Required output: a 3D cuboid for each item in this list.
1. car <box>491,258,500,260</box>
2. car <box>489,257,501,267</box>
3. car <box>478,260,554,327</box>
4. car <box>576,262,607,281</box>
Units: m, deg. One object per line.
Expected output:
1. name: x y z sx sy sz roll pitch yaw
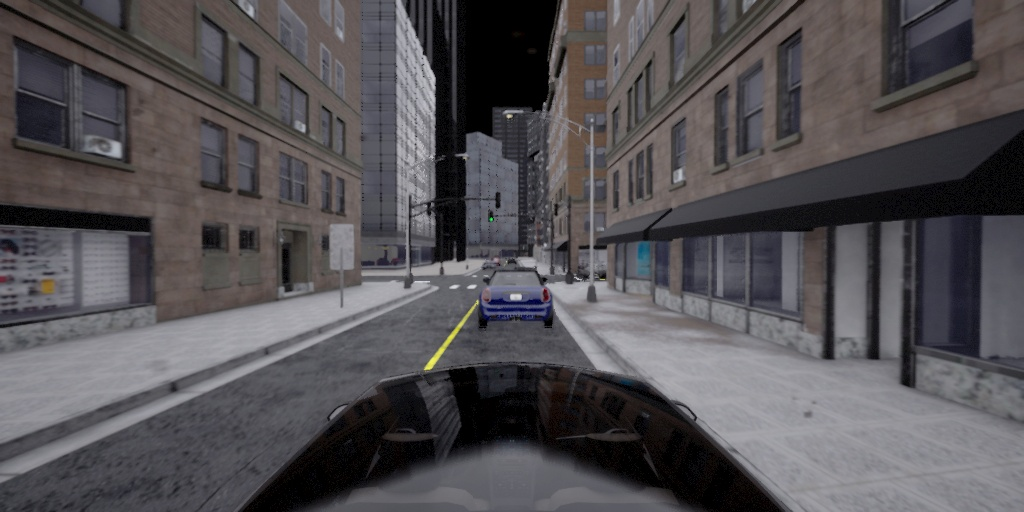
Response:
1. car: -3.063 1.273 49.444 1.994 1.385 4.181 0 0 1
2. car: -3.002 1.055 64.549 1.882 1.535 5.008 0 1 1
3. car: 0.105 1.117 11.695 2.097 1.767 4.553 0 0 0
4. car: 7.550 1.243 28.246 4.902 1.511 2.128 0 0 -5
